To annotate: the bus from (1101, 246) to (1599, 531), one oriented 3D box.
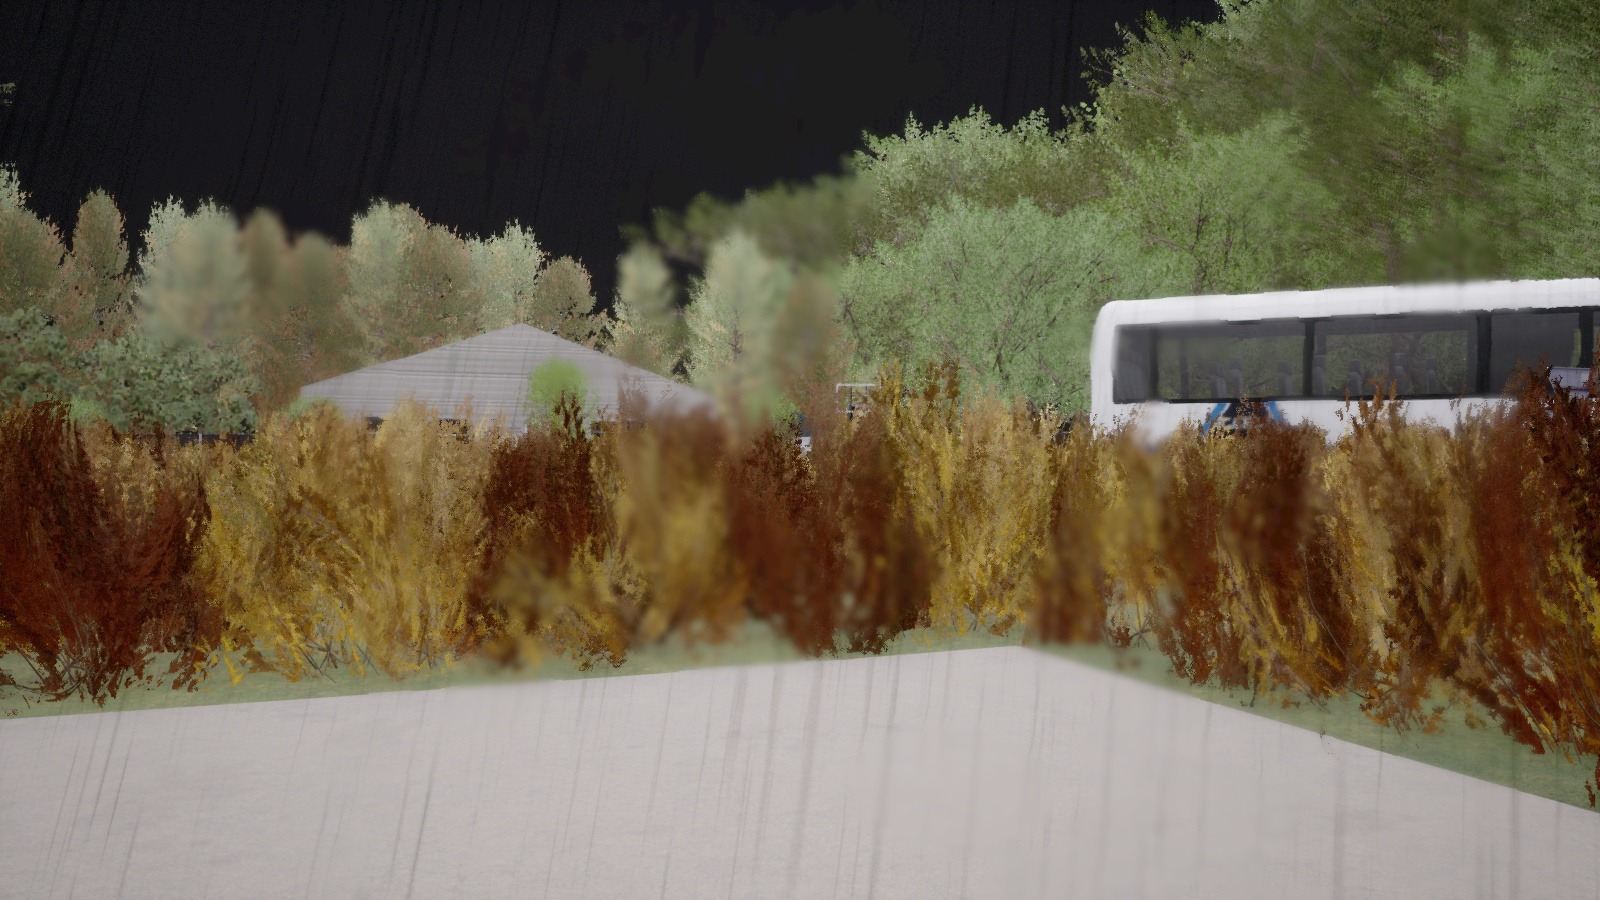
[{"bbox_3d":[10.797,-0.896,21.507,10.273,4.253,3.944,-1,0,26],"label":"bus"}]
